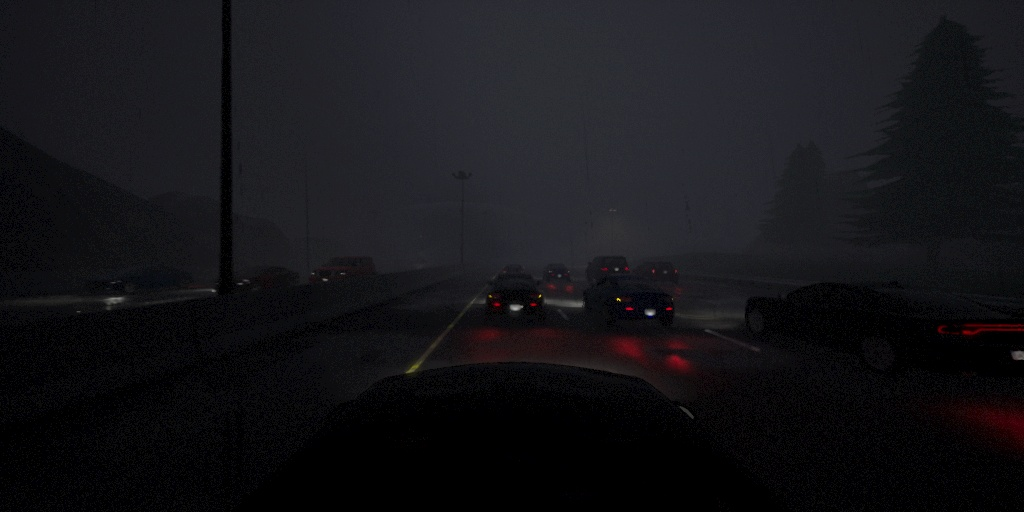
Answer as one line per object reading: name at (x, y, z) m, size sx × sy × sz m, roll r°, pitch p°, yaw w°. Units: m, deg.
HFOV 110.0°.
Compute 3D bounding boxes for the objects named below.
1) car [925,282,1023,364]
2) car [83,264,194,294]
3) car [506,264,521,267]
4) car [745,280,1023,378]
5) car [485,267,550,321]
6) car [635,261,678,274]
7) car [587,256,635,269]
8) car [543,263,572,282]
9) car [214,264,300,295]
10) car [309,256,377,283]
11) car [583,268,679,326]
car at (10.602, 1.307, 5.649) m, size 2.033 × 1.411 × 5.357 m, roll 0°, pitch 0°, yaw 0°
car at (-21.059, 1.254, 20.530) m, size 1.882 × 1.535 × 5.008 m, roll 0°, pitch 0°, yaw 0°
car at (0.120, 1.361, 29.480) m, size 1.994 × 1.385 × 4.181 m, roll 0°, pitch 0°, yaw 0°
car at (7.101, 1.240, 7.485) m, size 1.882 × 1.535 × 5.008 m, roll 0°, pitch 0°, yaw 0°
car at (0.092, 1.294, 12.465) m, size 1.812 × 1.442 × 4.674 m, roll 0°, pitch 0°, yaw 0°
car at (10.619, 1.148, 26.960) m, size 2.097 × 1.767 × 4.553 m, roll 0°, pitch 0°, yaw 0°
car at (7.119, 1.017, 27.054) m, size 2.150 × 2.045 × 5.566 m, roll 0°, pitch 0°, yaw 0°
car at (3.607, 1.324, 29.442) m, size 1.812 × 1.442 × 4.674 m, roll 0°, pitch 0°, yaw 0°
car at (-14.061, 1.255, 20.118) m, size 1.882 × 1.535 × 5.008 m, roll 0°, pitch 0°, yaw 0°
car at (-10.545, 1.007, 22.922) m, size 2.150 × 2.045 × 5.566 m, roll 0°, pitch 0°, yaw 0°
car at (3.590, 1.294, 11.625) m, size 1.812 × 1.442 × 4.674 m, roll 0°, pitch 0°, yaw 0°
